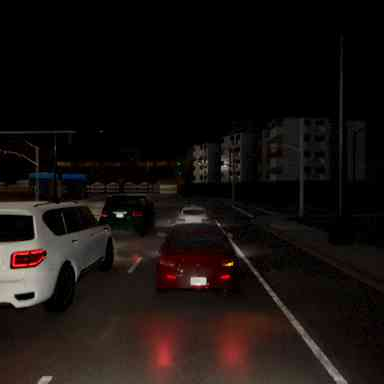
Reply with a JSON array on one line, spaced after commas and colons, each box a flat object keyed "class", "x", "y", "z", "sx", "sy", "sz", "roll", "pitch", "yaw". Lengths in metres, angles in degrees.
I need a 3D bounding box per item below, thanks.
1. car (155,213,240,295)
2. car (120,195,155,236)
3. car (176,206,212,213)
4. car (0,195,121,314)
[{"class": "car", "x": 0.114, "y": 1.518, "z": 8.610, "sx": 1.812, "sy": 1.442, "sz": 4.674, "roll": 0, "pitch": 0, "yaw": 0}, {"class": "car", "x": -3.365, "y": 1.174, "z": 18.244, "sx": 2.150, "sy": 2.045, "sz": 5.566, "roll": 0, "pitch": 1, "yaw": 0}, {"class": "car", "x": 0.108, "y": 1.480, "z": 18.234, "sx": 1.812, "sy": 1.442, "sz": 4.674, "roll": 0, "pitch": 1, "yaw": 1}, {"class": "car", "x": -3.389, "y": 1.215, "z": 7.742, "sx": 2.150, "sy": 2.045, "sz": 5.566, "roll": 0, "pitch": 0, "yaw": 0}]
